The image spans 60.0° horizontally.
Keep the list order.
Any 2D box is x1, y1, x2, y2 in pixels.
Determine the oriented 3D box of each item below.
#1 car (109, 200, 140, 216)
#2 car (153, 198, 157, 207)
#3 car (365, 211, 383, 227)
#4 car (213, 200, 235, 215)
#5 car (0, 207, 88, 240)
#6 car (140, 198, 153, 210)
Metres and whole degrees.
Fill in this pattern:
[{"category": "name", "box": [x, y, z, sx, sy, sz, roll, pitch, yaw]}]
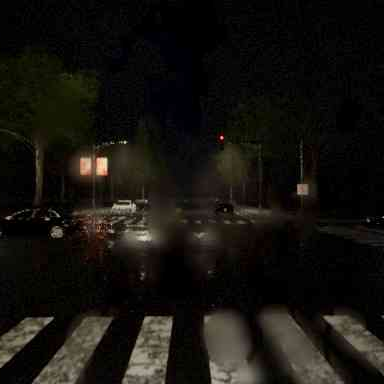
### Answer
[{"category": "car", "box": [-6.600, 1.547, 32.473, 1.812, 1.442, 4.674, 0, 0, 0]}, {"category": "car", "box": [-6.600, 1.613, 52.761, 1.812, 1.442, 4.674, 0, 0, 0]}, {"category": "car", "box": [13.120, 1.432, 19.962, 5.008, 1.535, 1.882, 0, 0, 2]}, {"category": "car", "box": [3.254, 1.550, 34.650, 1.812, 1.442, 4.674, 0, 0, 1]}, {"category": "car", "box": [-7.710, 1.513, 16.441, 4.892, 1.490, 1.837, 0, 0, 0]}, {"category": "car", "box": [-6.600, 1.647, 42.740, 1.895, 1.301, 4.718, 0, 0, 0]}]
